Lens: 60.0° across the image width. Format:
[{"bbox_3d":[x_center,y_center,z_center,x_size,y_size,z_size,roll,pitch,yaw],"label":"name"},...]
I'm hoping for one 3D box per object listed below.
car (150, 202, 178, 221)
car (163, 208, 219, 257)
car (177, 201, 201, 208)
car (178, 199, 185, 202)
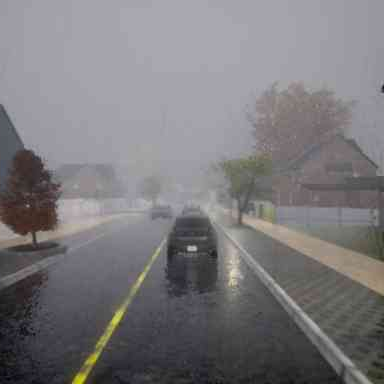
[{"bbox_3d":[-2.738,1.880,31.540,2.033,1.411,5.357,0,-1,0],"label":"car"},{"bbox_3d":[0.031,1.643,13.507,1.837,1.490,4.892,0,0,1],"label":"car"},{"bbox_3d":[0.041,1.791,28.493,2.128,1.511,4.902,0,-1,1],"label":"car"},{"bbox_3d":[-2.695,2.514,84.992,1.994,1.385,4.181,0,-1,0],"label":"car"}]
